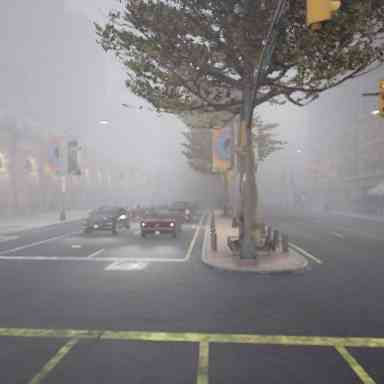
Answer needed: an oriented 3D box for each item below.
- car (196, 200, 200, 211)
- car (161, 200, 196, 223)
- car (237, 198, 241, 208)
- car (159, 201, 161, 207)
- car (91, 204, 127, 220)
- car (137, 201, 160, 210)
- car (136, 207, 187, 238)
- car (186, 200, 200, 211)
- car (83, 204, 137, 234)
[{"bbox_3d":[-0.465,1.832,37.405,2.033,1.411,5.357,0,0,4],"label":"car"},{"bbox_3d":[-1.041,1.560,27.852,2.097,1.767,4.553,0,0,4],"label":"car"},{"bbox_3d":[8.950,1.850,59.031,2.097,1.767,4.553,0,0,3],"label":"car"},{"bbox_3d":[-3.780,1.816,40.348,1.812,1.442,4.674,0,0,3],"label":"car"},{"bbox_3d":[-7.528,1.793,30.799,1.895,1.301,4.718,0,0,3],"label":"car"},{"bbox_3d":[-4.413,1.810,30.139,1.895,1.301,4.718,0,0,3],"label":"car"},{"bbox_3d":[-1.589,1.737,18.812,1.895,1.301,4.718,0,0,3],"label":"car"},{"bbox_3d":[0.208,1.894,47.886,1.812,1.442,4.674,0,0,4],"label":"car"},{"bbox_3d":[-5.008,1.635,20.273,1.837,1.490,4.892,0,0,3],"label":"car"}]
